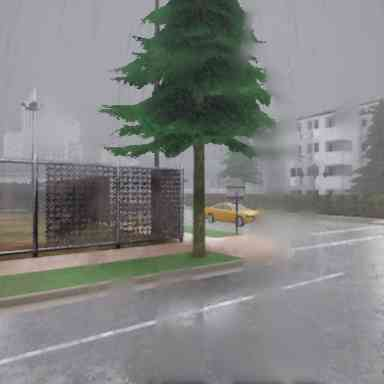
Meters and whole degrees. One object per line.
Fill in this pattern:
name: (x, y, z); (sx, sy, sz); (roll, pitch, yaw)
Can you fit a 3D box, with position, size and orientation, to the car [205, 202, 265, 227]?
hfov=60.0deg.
car: (2.922, 1.524, 23.679); (1.882, 1.535, 5.008); (0, 0, -35)
